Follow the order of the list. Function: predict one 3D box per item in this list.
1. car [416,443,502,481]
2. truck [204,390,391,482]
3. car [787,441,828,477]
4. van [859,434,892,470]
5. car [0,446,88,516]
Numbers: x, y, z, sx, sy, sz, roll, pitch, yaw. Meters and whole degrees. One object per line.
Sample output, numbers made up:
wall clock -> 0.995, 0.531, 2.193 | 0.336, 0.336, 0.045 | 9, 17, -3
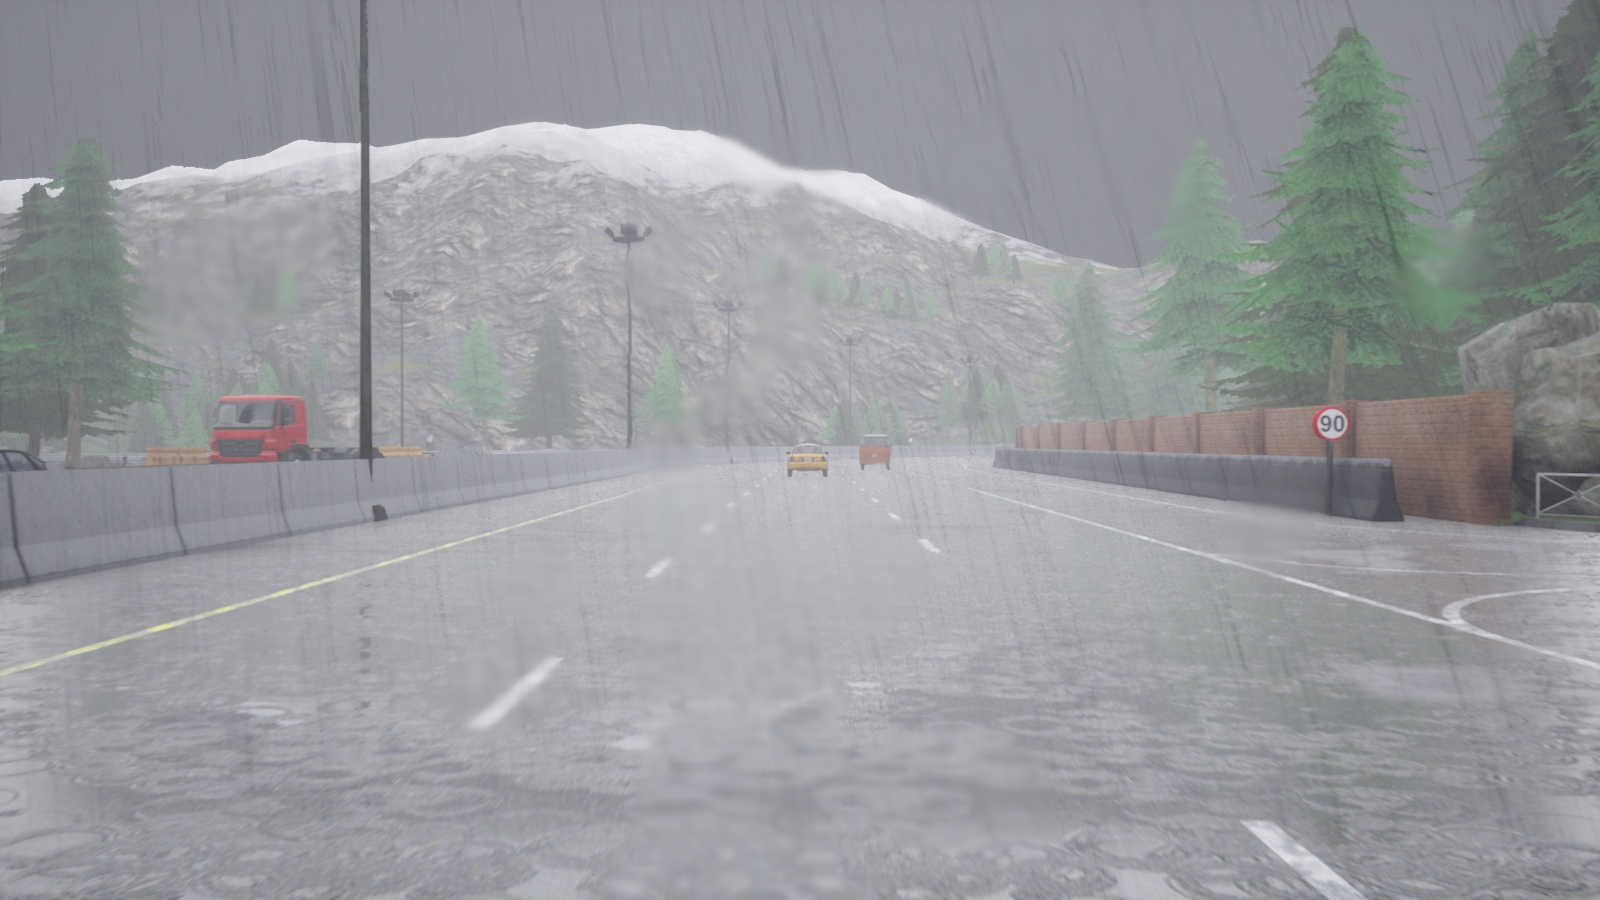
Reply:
car -> -13.697, 0.449, 50.733 | 2.163, 1.488, 4.792 | 0, 0, 0
truck -> -20.200, -0.540, 51.097 | 2.891, 3.462, 7.936 | 0, 0, 15
car -> 0.346, 0.363, 57.249 | 1.801, 1.575, 5.366 | 0, 0, 0
van -> 4.307, 0.102, 71.175 | 1.775, 1.987, 4.442 | 0, 0, 4
car -> -17.338, 0.633, 26.082 | 2.033, 1.411, 5.357 | 0, 0, 0
